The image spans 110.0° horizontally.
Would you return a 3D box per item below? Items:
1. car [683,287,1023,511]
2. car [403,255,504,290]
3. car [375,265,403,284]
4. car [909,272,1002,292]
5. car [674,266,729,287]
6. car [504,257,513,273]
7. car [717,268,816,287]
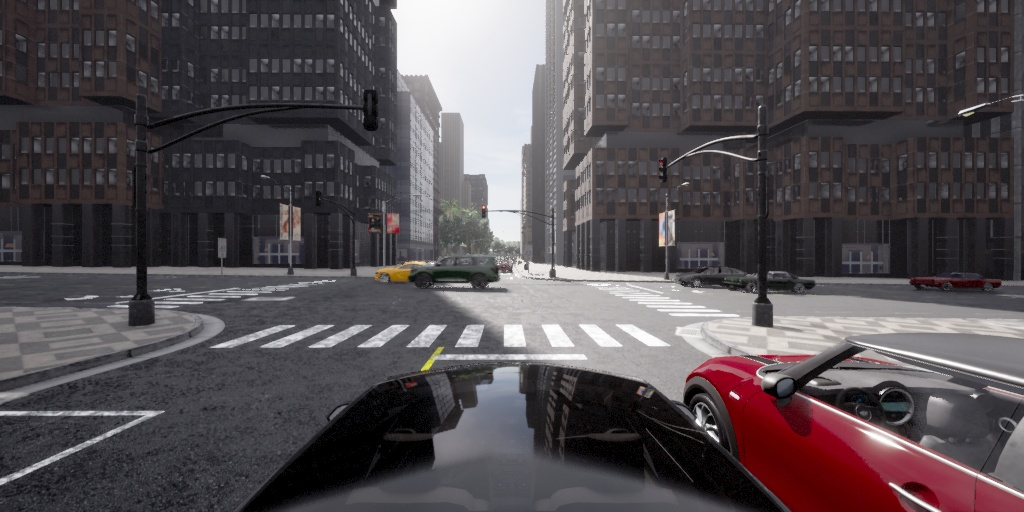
[{"bbox_3d":[2.761,1.190,2.173,1.967,1.591,4.097,0,0,0],"label":"car"},{"bbox_3d":[-3.472,0.948,22.121,5.566,2.045,2.150,1,0,-1],"label":"car"},{"bbox_3d":[-7.047,1.150,25.326,5.008,1.535,1.882,1,0,-1],"label":"car"},{"bbox_3d":[31.772,1.832,25.819,4.718,1.301,1.895,1,0,-1],"label":"car"},{"bbox_3d":[14.192,1.480,25.602,4.892,1.490,1.837,1,0,-1],"label":"car"},{"bbox_3d":[-0.904,1.197,43.539,1.967,1.591,4.097,0,0,-1],"label":"car"},{"bbox_3d":[15.889,1.605,22.374,4.718,1.301,1.895,1,0,-1],"label":"car"}]
